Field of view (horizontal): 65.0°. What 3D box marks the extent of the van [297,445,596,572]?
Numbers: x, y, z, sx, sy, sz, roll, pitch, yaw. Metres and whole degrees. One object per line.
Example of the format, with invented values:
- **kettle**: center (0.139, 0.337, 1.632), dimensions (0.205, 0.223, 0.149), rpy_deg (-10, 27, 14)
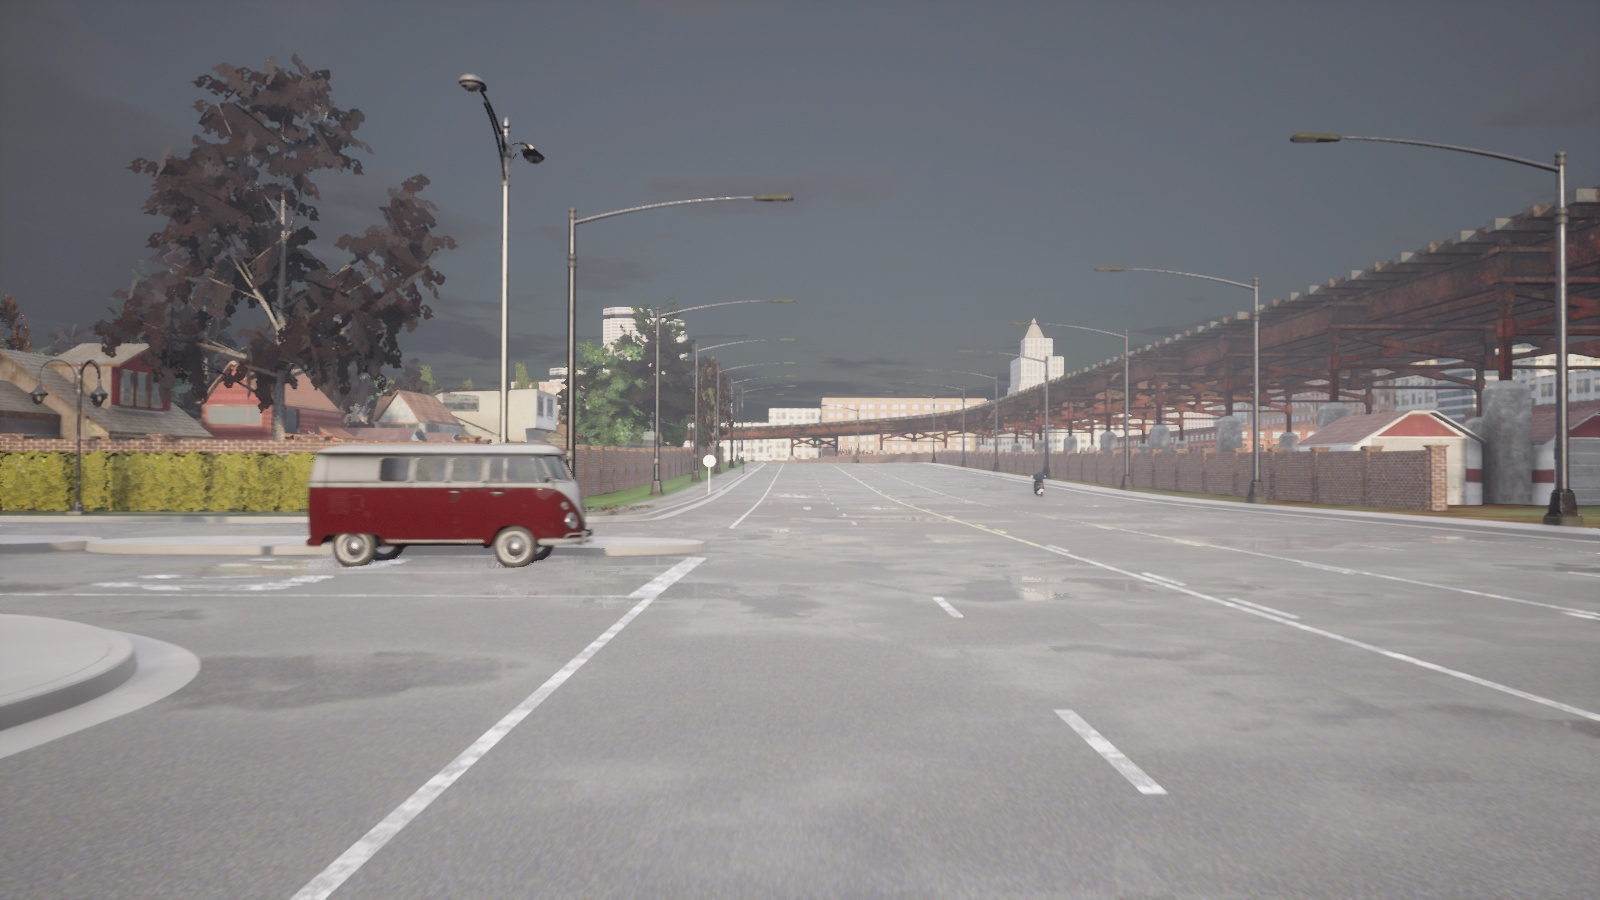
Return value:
- **van**: center (-5.732, 0.939, 20.730), dimensions (4.442, 1.987, 1.775), rpy_deg (0, -1, 0)
